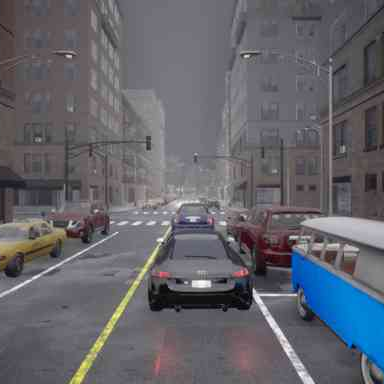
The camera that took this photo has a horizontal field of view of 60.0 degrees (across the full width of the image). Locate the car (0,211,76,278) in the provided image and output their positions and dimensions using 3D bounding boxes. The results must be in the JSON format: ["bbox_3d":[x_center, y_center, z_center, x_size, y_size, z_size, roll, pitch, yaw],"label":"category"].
[{"bbox_3d":[-5.392,1.525,10.221,1.752,1.417,4.829,0,0,0],"label":"car"}]

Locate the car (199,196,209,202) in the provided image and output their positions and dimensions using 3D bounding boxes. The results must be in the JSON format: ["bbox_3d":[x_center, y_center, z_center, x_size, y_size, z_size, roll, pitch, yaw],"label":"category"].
[{"bbox_3d":[2.694,1.548,75.963,2.008,1.369,4.403,0,0,0],"label":"car"}]

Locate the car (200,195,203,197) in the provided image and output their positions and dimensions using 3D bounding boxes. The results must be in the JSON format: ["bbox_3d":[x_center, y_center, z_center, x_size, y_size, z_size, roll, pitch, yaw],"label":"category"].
[{"bbox_3d":[2.678,1.547,54.035,2.008,1.369,4.403,0,0,0],"label":"car"}]

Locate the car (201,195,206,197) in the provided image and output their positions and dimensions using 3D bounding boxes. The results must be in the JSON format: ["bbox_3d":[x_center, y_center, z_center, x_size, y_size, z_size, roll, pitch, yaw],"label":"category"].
[{"bbox_3d":[2.674,1.541,48.554,1.887,1.381,4.507,0,0,0],"label":"car"}]

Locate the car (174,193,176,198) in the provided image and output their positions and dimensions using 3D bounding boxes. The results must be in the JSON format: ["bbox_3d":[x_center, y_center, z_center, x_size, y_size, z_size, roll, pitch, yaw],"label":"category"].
[{"bbox_3d":[-5.347,1.548,75.970,2.008,1.369,4.403,0,0,0],"label":"car"}]

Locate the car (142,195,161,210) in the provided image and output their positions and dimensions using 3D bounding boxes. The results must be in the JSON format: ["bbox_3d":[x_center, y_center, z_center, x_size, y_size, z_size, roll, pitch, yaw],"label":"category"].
[{"bbox_3d":[-5.384,1.522,42.908,1.752,1.417,4.829,0,0,0],"label":"car"}]

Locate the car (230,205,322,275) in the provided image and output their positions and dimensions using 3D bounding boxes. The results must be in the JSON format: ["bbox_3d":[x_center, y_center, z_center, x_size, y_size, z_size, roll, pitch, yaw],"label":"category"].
[{"bbox_3d":[2.646,1.314,10.384,2.192,1.841,5.009,0,0,0],"label":"car"}]

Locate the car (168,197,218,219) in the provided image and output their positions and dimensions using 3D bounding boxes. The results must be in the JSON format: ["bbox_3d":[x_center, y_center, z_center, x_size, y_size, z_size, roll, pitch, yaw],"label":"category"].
[{"bbox_3d":[0.062,1.351,17.833,2.097,1.767,4.553,0,0,0],"label":"car"}]

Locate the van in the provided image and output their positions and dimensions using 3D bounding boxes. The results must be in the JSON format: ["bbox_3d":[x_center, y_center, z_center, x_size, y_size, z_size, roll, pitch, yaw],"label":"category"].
[{"bbox_3d":[2.642,1.341,4.706,1.690,1.788,3.998,0,0,0],"label":"van"}]

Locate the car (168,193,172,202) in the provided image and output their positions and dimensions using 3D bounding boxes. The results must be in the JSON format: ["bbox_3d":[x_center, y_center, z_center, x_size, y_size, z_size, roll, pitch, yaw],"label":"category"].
[{"bbox_3d":[-5.365,1.312,59.524,2.192,1.841,5.009,0,0,0],"label":"car"}]

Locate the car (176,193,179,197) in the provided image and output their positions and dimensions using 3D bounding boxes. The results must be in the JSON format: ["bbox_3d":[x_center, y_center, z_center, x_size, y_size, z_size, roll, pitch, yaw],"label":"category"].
[{"bbox_3d":[-5.335,1.313,86.934,2.192,1.841,5.009,0,0,0],"label":"car"}]

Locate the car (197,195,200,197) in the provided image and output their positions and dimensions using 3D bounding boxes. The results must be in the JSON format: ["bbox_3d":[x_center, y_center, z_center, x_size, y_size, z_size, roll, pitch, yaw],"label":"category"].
[{"bbox_3d":[2.690,1.548,70.481,2.008,1.369,4.403,0,0,0],"label":"car"}]

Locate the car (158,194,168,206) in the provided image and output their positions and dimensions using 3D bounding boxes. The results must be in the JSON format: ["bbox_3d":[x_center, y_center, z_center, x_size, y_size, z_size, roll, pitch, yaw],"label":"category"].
[{"bbox_3d":[-5.372,1.522,53.871,1.752,1.417,4.829,0,0,0],"label":"car"}]

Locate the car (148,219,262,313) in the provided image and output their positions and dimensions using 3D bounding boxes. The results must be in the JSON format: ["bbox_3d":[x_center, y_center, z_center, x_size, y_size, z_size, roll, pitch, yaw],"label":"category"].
[{"bbox_3d":[0.104,1.564,7.777,1.994,1.385,4.181,0,0,-2],"label":"car"}]

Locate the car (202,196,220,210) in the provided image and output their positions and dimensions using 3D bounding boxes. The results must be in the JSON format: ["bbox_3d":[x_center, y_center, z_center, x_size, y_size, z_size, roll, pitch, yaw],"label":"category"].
[{"bbox_3d":[2.670,1.547,43.072,2.008,1.369,4.403,0,0,0],"label":"car"}]

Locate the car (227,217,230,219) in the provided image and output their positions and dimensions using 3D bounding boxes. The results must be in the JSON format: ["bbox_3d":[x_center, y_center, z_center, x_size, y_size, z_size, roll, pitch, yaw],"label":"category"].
[{"bbox_3d":[2.650,1.581,16.064,1.802,1.307,4.206,0,0,0],"label":"car"}]

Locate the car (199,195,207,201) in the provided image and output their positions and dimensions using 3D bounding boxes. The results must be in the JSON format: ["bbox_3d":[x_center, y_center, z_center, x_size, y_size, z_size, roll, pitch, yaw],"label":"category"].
[{"bbox_3d":[2.698,1.438,81.446,1.967,1.590,4.097,0,0,0],"label":"car"}]

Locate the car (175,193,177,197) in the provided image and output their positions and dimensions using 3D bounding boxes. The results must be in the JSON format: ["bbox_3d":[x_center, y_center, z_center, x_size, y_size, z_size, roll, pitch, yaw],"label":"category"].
[{"bbox_3d":[-5.341,1.563,81.452,1.947,1.339,4.313,0,0,0],"label":"car"}]

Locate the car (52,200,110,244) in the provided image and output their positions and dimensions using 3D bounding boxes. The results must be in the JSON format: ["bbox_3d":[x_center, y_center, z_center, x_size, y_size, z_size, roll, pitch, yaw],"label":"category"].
[{"bbox_3d":[-5.388,1.314,16.070,2.192,1.841,5.009,0,0,0],"label":"car"}]
